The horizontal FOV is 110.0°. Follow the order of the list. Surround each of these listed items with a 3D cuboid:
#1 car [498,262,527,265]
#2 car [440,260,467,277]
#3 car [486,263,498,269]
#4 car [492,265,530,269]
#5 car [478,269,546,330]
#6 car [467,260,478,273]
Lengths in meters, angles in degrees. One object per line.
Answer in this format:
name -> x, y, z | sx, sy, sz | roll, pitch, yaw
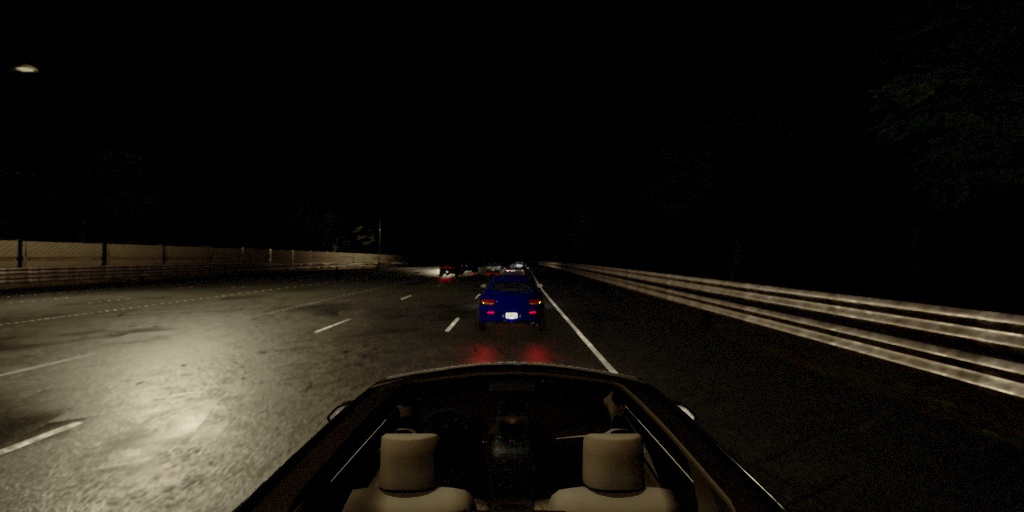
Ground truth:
car -> 0.342, 1.299, 28.315 | 2.128, 1.511, 4.902 | 0, 0, 2
car -> -6.330, 1.405, 37.950 | 1.837, 1.490, 4.892 | 0, -2, 2
car -> -2.400, 1.601, 49.805 | 1.895, 1.301, 4.718 | 0, -1, 2
car -> 0.081, 1.383, 20.796 | 1.895, 1.301, 4.718 | 0, 0, 1
car -> -0.004, 1.296, 11.094 | 1.812, 1.442, 4.674 | 0, 0, 0
car -> -5.920, 1.357, 49.393 | 2.097, 1.767, 4.553 | 0, -1, 2
